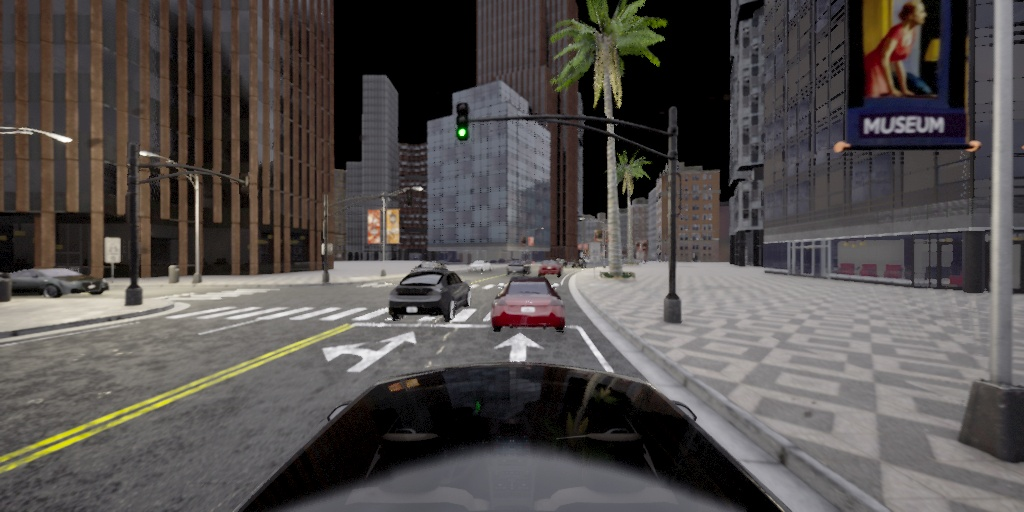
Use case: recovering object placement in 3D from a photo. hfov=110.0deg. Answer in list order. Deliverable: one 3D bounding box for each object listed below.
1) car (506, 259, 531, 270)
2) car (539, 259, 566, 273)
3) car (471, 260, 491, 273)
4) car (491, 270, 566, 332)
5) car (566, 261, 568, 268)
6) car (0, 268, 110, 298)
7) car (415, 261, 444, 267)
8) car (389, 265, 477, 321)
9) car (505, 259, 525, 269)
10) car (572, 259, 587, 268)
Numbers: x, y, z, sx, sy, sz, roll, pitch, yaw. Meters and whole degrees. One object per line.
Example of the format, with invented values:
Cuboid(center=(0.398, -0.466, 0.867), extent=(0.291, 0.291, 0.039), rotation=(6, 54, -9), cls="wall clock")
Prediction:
Cuboid(center=(0.741, 1.239, 36.032), extent=(2.128, 1.511, 4.902), rotation=(0, 0, 12), cls="car")
Cuboid(center=(3.911, 1.105, 35.288), extent=(2.097, 1.767, 4.553), rotation=(0, 0, 12), cls="car")
Cuboid(center=(-3.989, 1.268, 44.860), extent=(1.812, 1.442, 4.674), rotation=(0, 0, 15), cls="car")
Cuboid(center=(0.507, 1.305, 10.934), extent=(1.994, 1.385, 4.181), rotation=(0, 0, 3), cls="car")
Cuboid(center=(8.279, 1.269, 61.289), extent=(2.128, 1.511, 4.902), rotation=(0, 0, 22), cls="car")
Cuboid(center=(-22.333, 1.305, 17.322), extent=(4.181, 1.385, 1.994), rotation=(0, 0, -1), cls="car")
Cuboid(center=(-7.111, 1.237, 30.979), extent=(1.837, 1.490, 4.892), rotation=(0, 0, 11), cls="car")
Cuboid(center=(-2.638, 1.244, 12.447), extent=(1.837, 1.490, 4.892), rotation=(0, 0, 4), cls="car")
Cuboid(center=(0.558, 1.261, 59.326), extent=(1.837, 1.490, 4.892), rotation=(0, 0, 20), cls="car")
Cuboid(center=(11.501, 1.291, 60.605), extent=(1.837, 1.490, 4.892), rotation=(0, 0, 22), cls="car")
